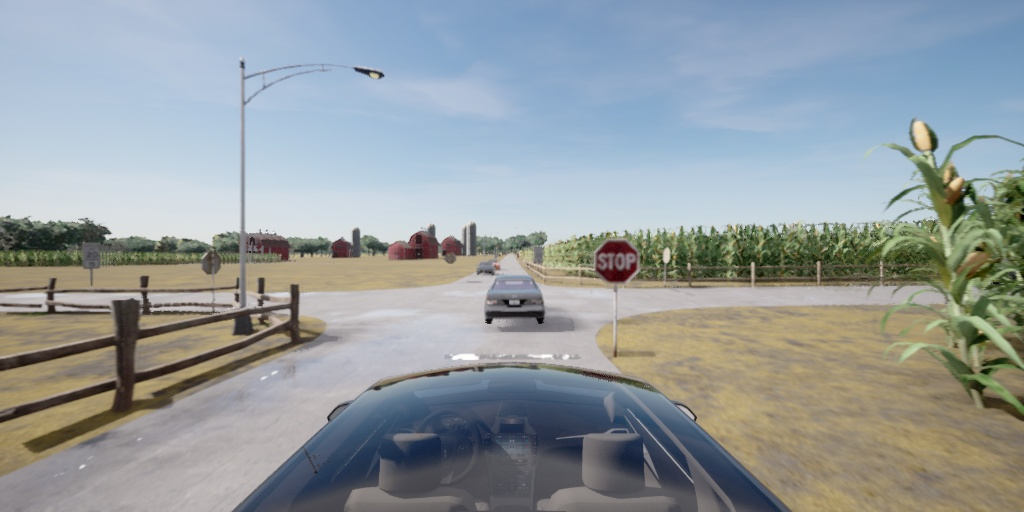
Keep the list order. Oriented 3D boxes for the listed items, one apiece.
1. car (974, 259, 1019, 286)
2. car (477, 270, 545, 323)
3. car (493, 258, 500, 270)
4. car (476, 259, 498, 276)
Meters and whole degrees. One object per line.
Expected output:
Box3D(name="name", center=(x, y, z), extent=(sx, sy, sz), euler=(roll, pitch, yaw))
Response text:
Box3D(name="car", center=(26.253, 0.922, 18.832), extent=(4.892, 1.490, 1.837), euler=(-1, 1, 0))
Box3D(name="car", center=(0.076, 1.350, 12.286), extent=(2.033, 1.411, 5.357), euler=(-1, -1, 0))
Box3D(name="car", center=(-2.821, 1.229, 53.065), extent=(2.097, 1.767, 4.553), euler=(0, 0, 0))
Box3D(name="car", center=(-2.837, 1.359, 39.267), extent=(1.837, 1.490, 4.892), euler=(0, 0, 0))
